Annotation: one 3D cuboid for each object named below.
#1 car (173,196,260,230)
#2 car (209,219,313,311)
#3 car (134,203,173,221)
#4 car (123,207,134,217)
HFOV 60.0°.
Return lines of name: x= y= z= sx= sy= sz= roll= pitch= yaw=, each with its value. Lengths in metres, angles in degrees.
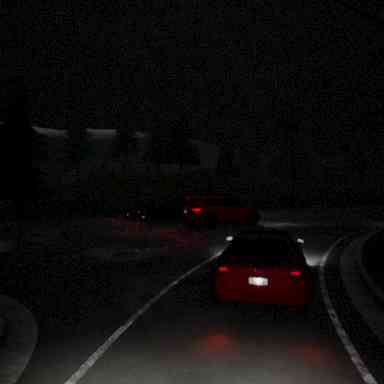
car: x=1.867 y=1.272 z=21.543 sx=5.566 sy=2.045 sz=2.150 roll=0 pitch=0 yaw=-32
car: x=1.704 y=1.583 z=7.941 sx=1.994 sy=1.385 sz=4.181 roll=0 pitch=0 yaw=15
car: x=-1.987 y=1.663 z=27.388 sx=4.718 sy=1.301 sz=1.895 roll=0 pitch=0 yaw=-32
car: x=-3.786 y=1.669 z=30.390 sx=4.718 sy=1.301 sz=1.895 roll=0 pitch=0 yaw=-32
